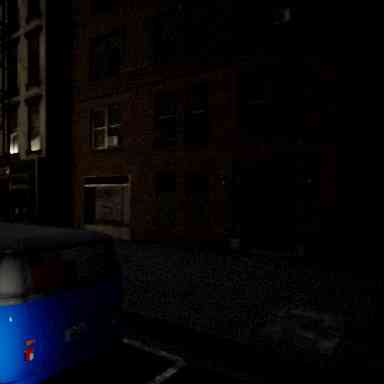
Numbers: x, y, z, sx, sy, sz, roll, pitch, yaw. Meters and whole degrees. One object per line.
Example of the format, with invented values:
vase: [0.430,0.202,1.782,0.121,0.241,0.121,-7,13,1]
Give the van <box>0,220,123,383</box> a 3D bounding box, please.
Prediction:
van: [-2.810,1.347,4.815,3.998,1.788,1.690,0,0,36]
